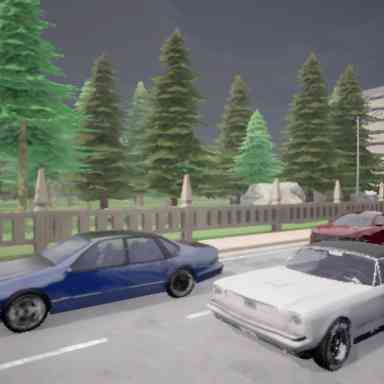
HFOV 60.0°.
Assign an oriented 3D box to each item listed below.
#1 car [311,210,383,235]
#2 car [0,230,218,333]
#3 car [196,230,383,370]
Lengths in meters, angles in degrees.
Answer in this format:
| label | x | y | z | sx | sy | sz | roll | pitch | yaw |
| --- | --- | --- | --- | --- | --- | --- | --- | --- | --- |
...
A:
| label | x | y | z | sx | sy | sz | roll | pitch | yaw |
| --- | --- | --- | --- | --- | --- | --- | --- | --- | --- |
| car | 6.649 | 1.494 | 12.965 | 5.008 | 1.535 | 1.882 | 0 | 0 | -35 |
| car | -1.803 | 1.551 | 6.995 | 5.357 | 1.411 | 2.033 | 0 | 0 | -35 |
| car | 2.585 | 1.608 | 5.814 | 4.718 | 1.301 | 1.895 | 0 | 0 | -35 |
